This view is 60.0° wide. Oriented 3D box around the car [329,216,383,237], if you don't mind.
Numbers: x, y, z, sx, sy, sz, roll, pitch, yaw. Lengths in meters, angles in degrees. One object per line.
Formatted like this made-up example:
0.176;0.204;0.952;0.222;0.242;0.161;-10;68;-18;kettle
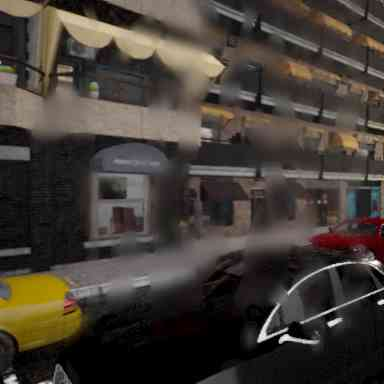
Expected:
5.495;1.498;10.478;4.507;1.381;1.887;0;0;-35;car

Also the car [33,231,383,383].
0.953;1.493;4.015;4.892;1.490;1.837;0;0;-35;car

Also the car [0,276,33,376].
-3.842;1.530;3.820;4.829;1.417;1.752;0;0;-35;car
